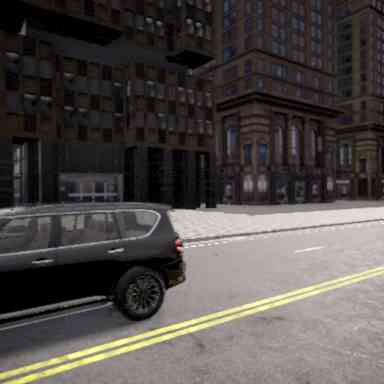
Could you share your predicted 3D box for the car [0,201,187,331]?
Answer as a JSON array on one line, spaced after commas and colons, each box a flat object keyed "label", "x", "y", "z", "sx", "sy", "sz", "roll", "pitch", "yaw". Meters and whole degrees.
[{"label": "car", "x": -2.699, "y": 1.221, "z": 5.751, "sx": 5.566, "sy": 2.045, "sz": 2.150, "roll": 0, "pitch": 0, "yaw": -36}]

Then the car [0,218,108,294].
[{"label": "car", "x": -5.009, "y": 1.550, "z": 8.097, "sx": 5.357, "sy": 1.411, "sz": 2.033, "roll": 0, "pitch": 0, "yaw": -36}]
